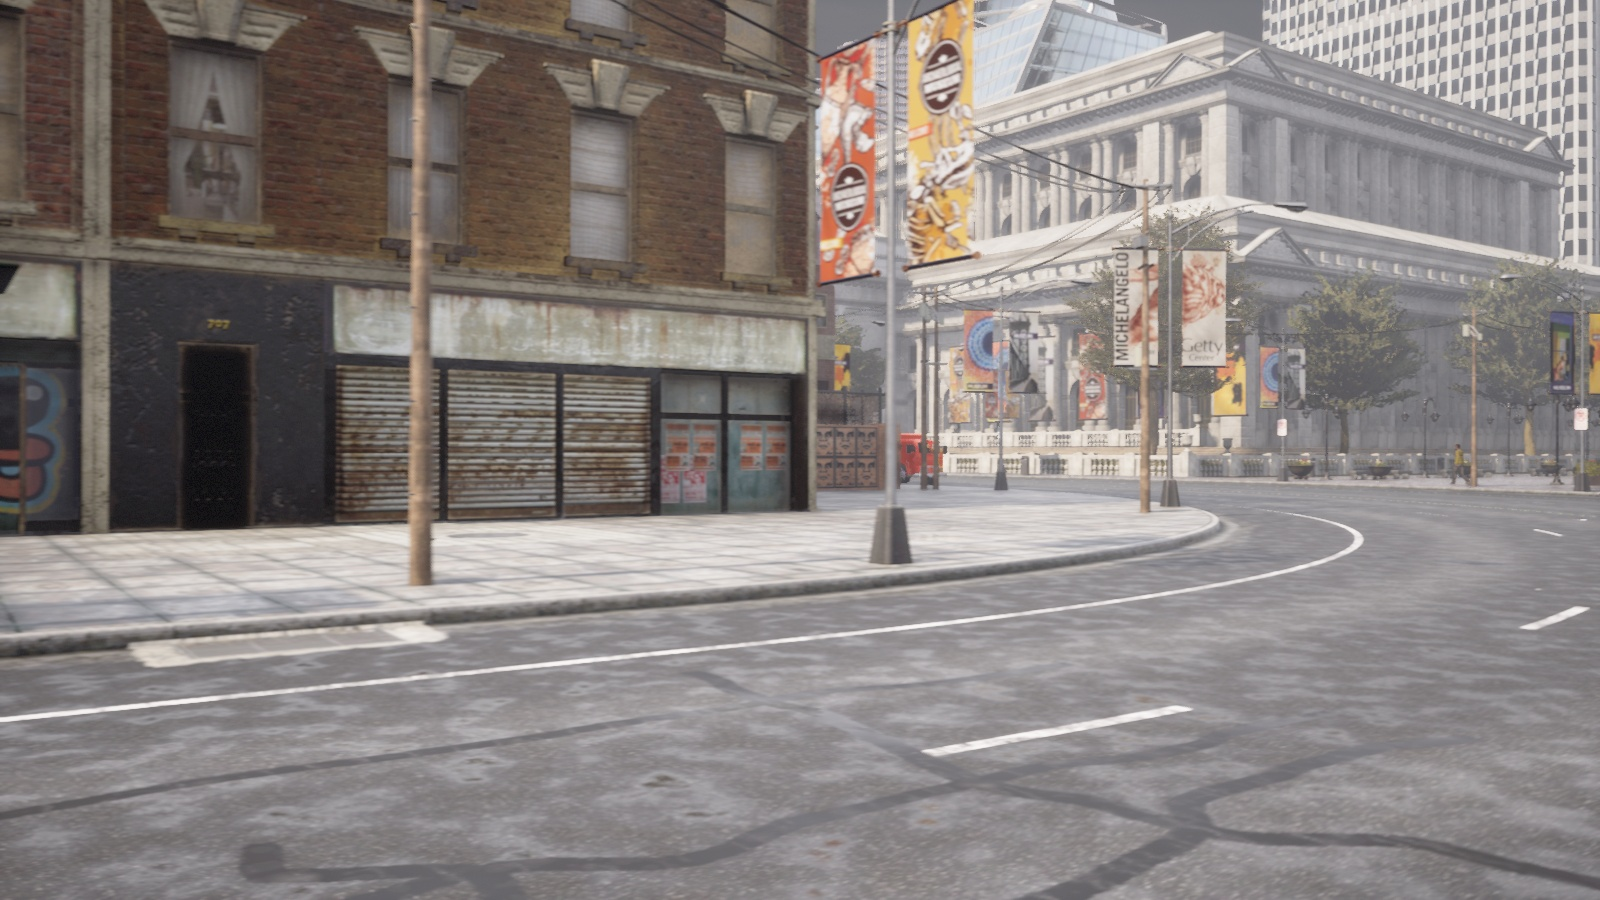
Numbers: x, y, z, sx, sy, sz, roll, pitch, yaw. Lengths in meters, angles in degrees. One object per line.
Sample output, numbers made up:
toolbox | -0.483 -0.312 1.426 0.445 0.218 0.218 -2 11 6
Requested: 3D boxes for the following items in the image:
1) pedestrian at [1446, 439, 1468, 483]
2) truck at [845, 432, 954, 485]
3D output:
pedestrian | 28.081 0.474 53.695 0.431 1.840 0.709 0 0 -28
truck | 4.824 0.399 61.753 2.627 2.467 5.204 0 0 -35
